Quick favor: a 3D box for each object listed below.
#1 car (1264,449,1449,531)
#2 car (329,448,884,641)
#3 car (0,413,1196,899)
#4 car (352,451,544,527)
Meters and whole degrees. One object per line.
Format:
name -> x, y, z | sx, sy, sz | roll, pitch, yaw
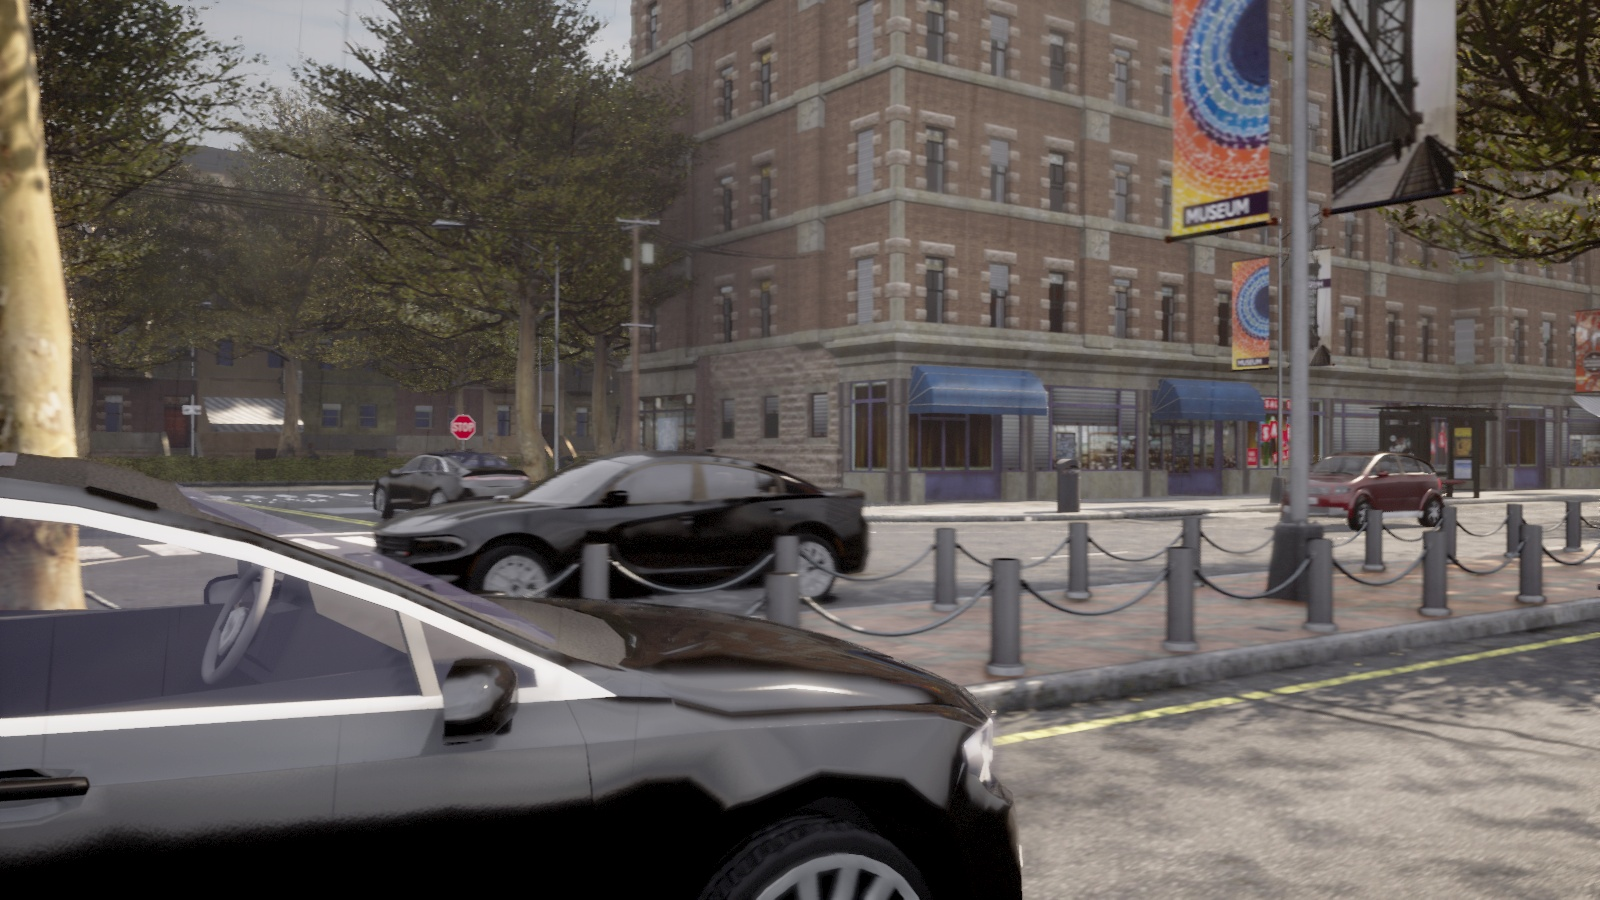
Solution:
car -> 11.357, 0.762, 25.574 | 3.705, 1.549, 1.789 | 0, 0, -35
car -> -1.736, 0.756, 12.198 | 5.008, 1.535, 1.882 | 0, 0, -35
car -> -1.667, 0.711, 2.498 | 4.902, 1.511, 2.128 | 0, 0, -35
car -> -7.792, 0.785, 27.485 | 2.128, 1.511, 4.902 | 0, 0, -41
